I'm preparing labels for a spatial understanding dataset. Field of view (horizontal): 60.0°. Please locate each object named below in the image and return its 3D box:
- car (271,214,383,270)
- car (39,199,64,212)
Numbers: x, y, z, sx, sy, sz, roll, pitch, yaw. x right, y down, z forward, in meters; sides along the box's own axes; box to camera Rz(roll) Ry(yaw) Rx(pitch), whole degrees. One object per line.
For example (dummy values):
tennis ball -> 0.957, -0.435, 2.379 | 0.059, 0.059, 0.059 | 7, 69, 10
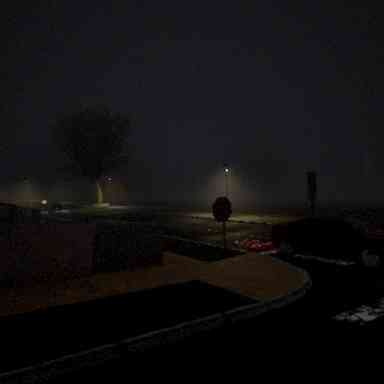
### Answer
car -> 5.181, 1.579, 11.950 | 1.882, 1.535, 5.008 | -5, 2, -38
car -> -17.679, 1.600, 41.587 | 2.033, 1.411, 5.357 | -4, 3, -38
